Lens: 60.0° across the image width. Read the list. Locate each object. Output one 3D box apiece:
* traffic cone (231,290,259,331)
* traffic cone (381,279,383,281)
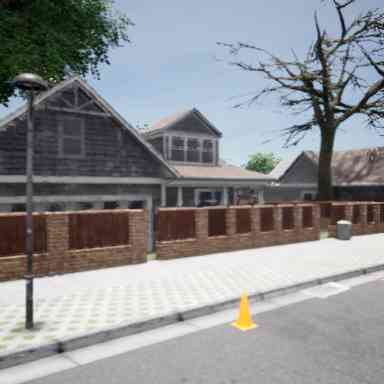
[{"bbox_3d":[0.890,1.961,5.614,0.340,0.580,0.340,0,0,-35],"label":"traffic cone"},{"bbox_3d":[5.056,1.972,8.451,0.340,0.580,0.340,0,0,-34],"label":"traffic cone"}]
